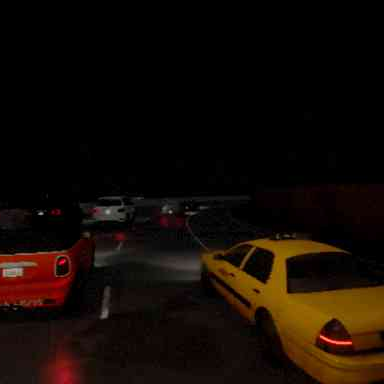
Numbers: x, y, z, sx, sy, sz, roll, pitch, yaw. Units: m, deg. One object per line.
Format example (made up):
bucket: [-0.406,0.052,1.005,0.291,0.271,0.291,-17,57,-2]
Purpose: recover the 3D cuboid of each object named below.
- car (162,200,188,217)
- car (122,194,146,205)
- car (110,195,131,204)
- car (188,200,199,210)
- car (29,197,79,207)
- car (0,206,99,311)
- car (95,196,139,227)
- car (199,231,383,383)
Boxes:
car: [-1.781,1.588,32.312,1.812,1.442,4.674,-1,0,4]
car: [-11.601,1.431,67.130,2.150,2.045,5.566,-1,0,20]
car: [-14.749,1.593,68.641,2.097,1.767,4.553,-1,0,20]
car: [-0.250,1.662,43.937,1.895,1.301,4.718,-1,0,11]
car: [-8.882,1.352,21.876,2.150,2.045,5.566,-1,0,-3]
car: [-3.503,1.401,7.775,2.097,1.767,4.553,-1,0,-12]
car: [-5.418,1.317,23.643,2.150,2.045,5.566,-1,0,-2]
car: [1.497,1.443,5.824,1.801,1.575,5.366,-1,0,-14]
